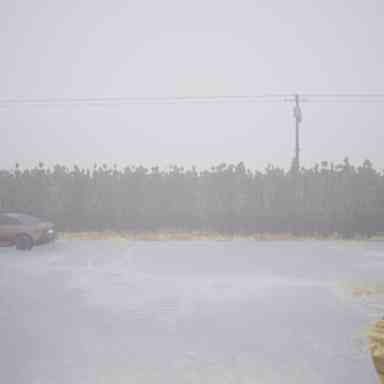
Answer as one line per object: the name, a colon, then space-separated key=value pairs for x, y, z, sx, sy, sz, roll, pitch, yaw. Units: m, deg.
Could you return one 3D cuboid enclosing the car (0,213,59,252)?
car: x=-7.657 y=1.549 z=13.407 sx=4.181 sy=1.385 sz=1.994 roll=0 pitch=0 yaw=2
